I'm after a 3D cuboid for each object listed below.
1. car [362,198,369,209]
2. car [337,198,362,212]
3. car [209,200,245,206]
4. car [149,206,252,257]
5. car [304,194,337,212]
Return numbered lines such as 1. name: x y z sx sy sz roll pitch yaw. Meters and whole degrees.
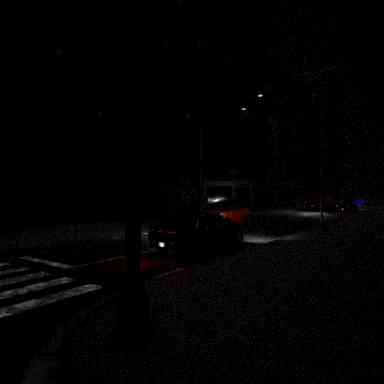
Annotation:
1. car: 23.586 1.537 46.749 1.812 1.442 4.674 0 0 35
2. car: 17.838 1.605 38.351 1.895 1.301 4.718 0 0 35
3. car: 1.888 1.343 20.362 2.097 1.767 4.553 0 0 35
4. car: 0.364 1.510 13.142 1.837 1.490 4.892 0 0 35
5. car: 14.946 1.214 39.173 2.150 2.045 5.566 0 0 35
